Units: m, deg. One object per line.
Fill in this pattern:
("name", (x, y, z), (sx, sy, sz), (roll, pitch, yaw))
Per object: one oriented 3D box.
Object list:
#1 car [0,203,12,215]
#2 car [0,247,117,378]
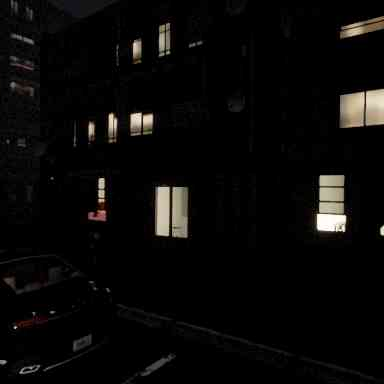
("car", (-21.158, 1.697, 34.671), (1.994, 1.385, 4.181), (1, 0, 36))
("car", (-3.074, 1.552, 5.209), (4.403, 1.369, 2.008), (0, 1, 36))
